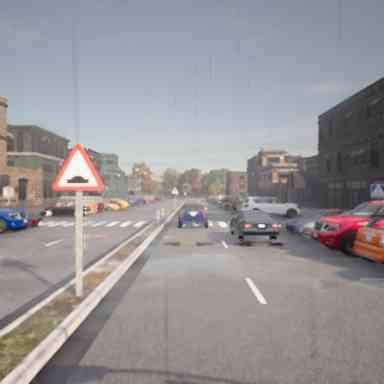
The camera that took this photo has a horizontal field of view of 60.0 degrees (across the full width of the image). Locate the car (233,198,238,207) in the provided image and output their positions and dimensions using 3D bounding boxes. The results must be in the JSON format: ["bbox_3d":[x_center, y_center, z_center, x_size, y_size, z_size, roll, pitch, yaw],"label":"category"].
[{"bbox_3d":[7.598,1.772,37.756,5.008,1.535,2.097,0,0,0],"label":"car"}]

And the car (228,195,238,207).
[{"bbox_3d":[7.629,1.537,40.640,5.566,2.045,2.435,0,0,0],"label":"car"}]

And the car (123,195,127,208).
[{"bbox_3d":[-12.657,1.692,50.203,4.553,1.767,2.185,0,0,0],"label":"car"}]

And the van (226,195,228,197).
[{"bbox_3d":[7.709,1.608,48.914,4.442,1.987,1.878,0,0,0],"label":"van"}]

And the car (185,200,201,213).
[{"bbox_3d":[0.061,1.794,41.815,1.882,1.535,5.008,0,-1,0],"label":"car"}]

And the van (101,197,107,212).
[{"bbox_3d":[-12.740,1.524,39.087,4.442,1.987,1.878,0,0,0],"label":"van"}]

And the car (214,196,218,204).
[{"bbox_3d":[7.605,1.692,65.458,5.566,2.045,2.435,0,0,0],"label":"car"}]

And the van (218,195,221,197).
[{"bbox_3d":[7.696,1.697,62.699,4.442,1.987,1.878,0,0,0],"label":"van"}]

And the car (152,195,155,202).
[{"bbox_3d":[-12.603,1.814,80.771,5.566,2.045,2.435,0,-1,0],"label":"car"}]

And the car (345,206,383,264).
[{"bbox_3d":[7.599,1.445,10.304,4.553,1.767,2.185,0,0,0],"label":"car"}]

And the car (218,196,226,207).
[{"bbox_3d":[7.402,1.864,54.426,5.366,1.575,1.946,0,0,0],"label":"car"}]

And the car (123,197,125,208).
[{"bbox_3d":[-12.620,1.800,47.423,5.008,1.535,2.097,0,0,0],"label":"car"}]

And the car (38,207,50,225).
[{"bbox_3d":[-12.592,1.669,22.409,4.792,1.488,2.163,0,0,0],"label":"car"}]

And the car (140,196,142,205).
[{"bbox_3d":[-12.626,1.953,64.097,4.674,1.452,2.002,0,0,0],"label":"car"}]

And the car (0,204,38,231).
[{"bbox_3d":[-12.592,1.368,19.630,5.566,2.045,2.435,0,0,0],"label":"car"}]

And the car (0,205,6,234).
[{"bbox_3d":[-12.614,1.601,16.849,4.892,1.521,2.231,0,0,0],"label":"car"}]

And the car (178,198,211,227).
[{"bbox_3d":[0.079,1.561,24.728,2.097,1.767,4.553,0,0,0],"label":"car"}]

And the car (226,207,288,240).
[{"bbox_3d":[3.080,1.649,17.237,2.033,1.411,5.357,0,-2,0],"label":"car"}]

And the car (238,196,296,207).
[{"bbox_3d":[7.637,1.488,32.366,5.566,2.045,2.435,0,0,0],"label":"car"}]

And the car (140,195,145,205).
[{"bbox_3d":[-12.623,1.937,66.876,4.892,1.521,2.231,0,0,0],"label":"car"}]

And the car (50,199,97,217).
[{"bbox_3d":[-12.617,1.715,33.526,4.892,1.521,2.231,0,0,0],"label":"car"}]

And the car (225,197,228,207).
[{"bbox_3d":[7.601,1.819,46.154,5.008,1.535,2.097,0,0,0],"label":"car"}]

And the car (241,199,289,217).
[{"bbox_3d":[7.637,1.630,35.000,4.553,1.767,2.185,0,0,0],"label":"car"}]

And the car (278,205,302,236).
[{"bbox_3d":[7.593,1.669,18.576,4.792,1.488,2.163,0,0,0],"label":"car"}]

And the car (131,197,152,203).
[{"bbox_3d":[-12.625,2.097,83.549,4.892,1.521,2.231,0,-1,0],"label":"car"}]

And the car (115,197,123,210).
[{"bbox_3d":[-12.440,1.781,44.644,5.366,1.575,1.946,0,0,0],"label":"car"}]

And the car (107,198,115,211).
[{"bbox_3d":[-12.627,1.807,41.864,4.674,1.452,2.002,0,0,0],"label":"car"}]

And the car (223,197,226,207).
[{"bbox_3d":[7.588,1.891,51.669,4.674,1.452,2.002,0,0,0],"label":"car"}]

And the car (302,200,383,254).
[{"bbox_3d":[7.599,1.342,13.062,5.566,2.045,2.435,0,0,0],"label":"car"}]

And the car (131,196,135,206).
[{"bbox_3d":[-12.633,1.854,55.760,4.892,1.521,2.231,0,0,0],"label":"car"}]

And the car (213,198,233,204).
[{"bbox_3d":[7.558,2.130,81.997,4.674,1.452,2.002,0,-1,0],"label":"car"}]

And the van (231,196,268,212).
[{"bbox_3d":[7.482,1.578,43.398,4.442,1.987,1.878,0,0,0],"label":"van"}]

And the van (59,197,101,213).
[{"bbox_3d":[-12.740,1.506,36.307,4.442,1.987,1.878,0,0,0],"label":"van"}]

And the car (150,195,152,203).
[{"bbox_3d":[-12.445,2.008,75.212,5.366,1.575,1.946,0,-1,0],"label":"car"}]

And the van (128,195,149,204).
[{"bbox_3d":[-12.514,1.812,77.994,4.442,1.987,1.878,0,-1,0],"label":"van"}]

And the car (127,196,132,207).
[{"bbox_3d":[-12.622,1.835,52.984,5.008,1.535,2.097,0,0,0],"label":"car"}]

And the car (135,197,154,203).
[{"bbox_3d":[-12.630,2.196,88.981,4.674,1.452,2.002,0,-1,0],"label":"car"}]

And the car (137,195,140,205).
[{"bbox_3d":[-12.597,1.767,61.319,4.553,1.767,2.185,0,0,0],"label":"car"}]

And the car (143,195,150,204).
[{"bbox_3d":[-12.602,1.733,72.437,5.566,2.045,2.435,0,0,0],"label":"car"}]

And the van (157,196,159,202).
[{"bbox_3d":[-12.517,1.998,94.666,4.442,1.987,1.878,0,-1,0],"label":"van"}]

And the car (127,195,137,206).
[{"bbox_3d":[-12.596,1.746,58.539,4.553,1.767,2.185,0,0,0],"label":"car"}]

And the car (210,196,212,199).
[{"bbox_3d":[7.749,2.060,79.240,5.366,1.575,1.946,0,-1,0],"label":"car"}]

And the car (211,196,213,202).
[{"bbox_3d":[7.560,2.038,76.484,4.892,1.521,2.231,0,-1,0],"label":"car"}]
